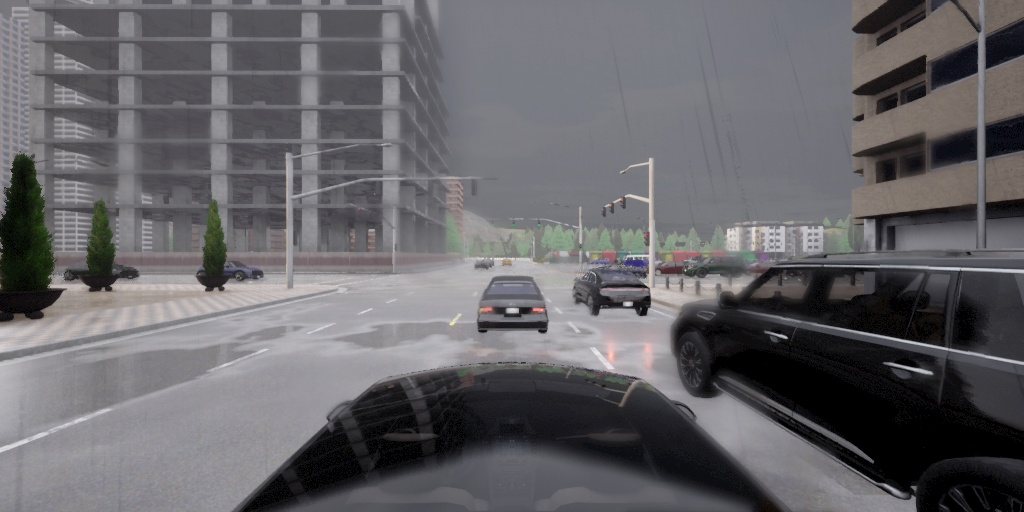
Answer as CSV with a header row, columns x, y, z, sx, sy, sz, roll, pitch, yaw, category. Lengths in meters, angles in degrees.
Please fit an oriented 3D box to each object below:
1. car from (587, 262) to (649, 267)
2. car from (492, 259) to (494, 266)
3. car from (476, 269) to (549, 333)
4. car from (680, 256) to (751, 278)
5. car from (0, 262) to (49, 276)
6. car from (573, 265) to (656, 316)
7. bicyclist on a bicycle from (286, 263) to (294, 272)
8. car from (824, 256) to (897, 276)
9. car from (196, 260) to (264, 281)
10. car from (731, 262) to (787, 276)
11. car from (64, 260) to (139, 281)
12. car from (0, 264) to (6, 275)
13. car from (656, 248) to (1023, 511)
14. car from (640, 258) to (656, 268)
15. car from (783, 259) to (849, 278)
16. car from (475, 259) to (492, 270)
x,y,z,sx,sy,sz,roll,pitch,yaw,category
8.966,1.398,30.282,4.718,1.301,1.895,0,0,0,car
-4.522,1.228,63.041,1.882,1.535,5.008,0,0,0,car
0.021,1.297,10.707,2.033,1.411,5.357,0,0,0,car
19.232,1.027,34.066,5.566,2.045,2.150,0,0,0,car
-51.188,1.331,36.953,4.674,1.442,1.812,0,0,0,car
3.496,1.242,13.291,2.128,1.511,4.902,0,0,0,car
-25.967,1.106,41.983,0.582,1.620,1.656,0,0,0,bicyclist on a bicycle
36.521,1.027,37.696,5.566,2.045,2.150,0,0,0,car
-23.483,1.157,30.022,4.553,1.767,2.097,0,0,0,car
25.825,1.331,37.608,4.674,1.442,1.812,0,0,0,car
-34.138,1.160,29.937,4.553,1.767,2.097,0,0,0,car
-50.834,1.283,33.452,5.008,1.535,1.882,0,0,0,car
3.599,0.971,3.369,2.150,2.045,5.566,0,0,0,car
16.515,1.283,37.544,5.008,1.535,1.882,0,0,0,car
28.873,1.157,34.140,4.553,1.767,2.097,0,0,0,car
-4.424,1.351,52.873,1.895,1.301,4.718,0,0,-1,car
